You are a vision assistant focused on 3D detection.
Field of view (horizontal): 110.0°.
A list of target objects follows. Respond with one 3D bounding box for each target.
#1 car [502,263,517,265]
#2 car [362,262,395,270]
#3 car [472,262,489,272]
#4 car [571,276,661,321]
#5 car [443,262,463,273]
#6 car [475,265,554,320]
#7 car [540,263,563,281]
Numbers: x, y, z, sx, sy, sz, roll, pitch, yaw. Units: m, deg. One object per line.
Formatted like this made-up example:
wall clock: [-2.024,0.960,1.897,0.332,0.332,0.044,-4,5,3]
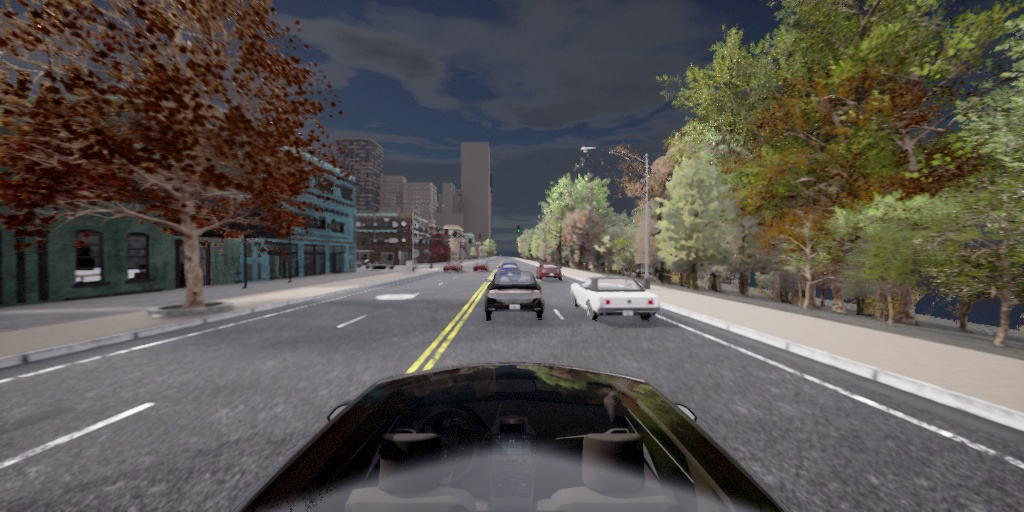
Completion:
car: [-0.205,1.273,30.191,1.812,1.442,4.674,0,0,-1]
car: [-20.686,1.566,56.425,4.313,1.339,1.948,0,0,-1]
car: [-3.829,1.348,44.687,1.895,1.301,4.718,0,0,0]
car: [3.306,1.349,12.483,1.895,1.301,4.718,0,0,-1]
car: [-7.069,1.349,43.293,1.895,1.301,4.718,0,0,0]
car: [0.051,1.240,12.680,2.128,1.511,4.902,0,0,-1]
car: [3.046,1.273,30.190,1.812,1.442,4.674,0,0,-1]
